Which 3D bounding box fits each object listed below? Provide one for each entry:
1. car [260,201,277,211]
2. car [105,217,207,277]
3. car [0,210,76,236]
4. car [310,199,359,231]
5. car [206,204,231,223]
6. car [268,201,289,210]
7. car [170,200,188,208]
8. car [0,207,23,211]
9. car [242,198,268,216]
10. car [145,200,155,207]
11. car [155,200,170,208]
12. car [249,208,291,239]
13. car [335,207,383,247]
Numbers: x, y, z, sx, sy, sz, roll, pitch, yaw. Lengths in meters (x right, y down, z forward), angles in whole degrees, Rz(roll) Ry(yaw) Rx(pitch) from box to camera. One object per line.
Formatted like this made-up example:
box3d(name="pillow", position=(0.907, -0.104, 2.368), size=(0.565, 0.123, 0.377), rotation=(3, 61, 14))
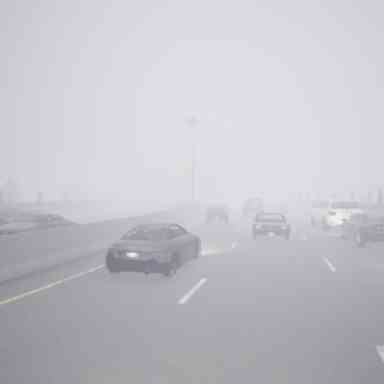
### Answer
box3d(name="car", position=(12.150, 2.133, 53.245), size=(2.033, 1.411, 5.357), rotation=(0, -1, 7))
box3d(name="car", position=(-1.051, 1.666, 10.761), size=(1.994, 1.385, 4.181), rotation=(0, -1, 15))
box3d(name="car", position=(-7.218, 1.692, 15.639), size=(1.994, 1.385, 4.181), rotation=(0, -1, 13))
box3d(name="car", position=(9.568, 1.479, 22.440), size=(2.150, 2.045, 5.566), rotation=(0, -1, 8))
box3d(name="car", position=(2.236, 1.803, 28.662), size=(1.837, 1.490, 4.892), rotation=(0, -1, 7))
box3d(name="car", position=(10.869, 1.983, 41.505), size=(1.812, 1.442, 4.674), rotation=(0, 0, 6))
box3d(name="car", position=(-1.747, 2.070, 56.253), size=(2.128, 1.511, 4.902), rotation=(0, 0, 7))
box3d(name="car", position=(-9.817, 1.768, 19.991), size=(1.895, 1.301, 4.718), rotation=(0, -1, 11))
box3d(name="car", position=(6.786, 1.623, 37.083), size=(2.150, 2.045, 5.566), rotation=(0, 0, 7))
box3d(name="car", position=(-7.780, 2.214, 64.516), size=(1.994, 1.385, 4.181), rotation=(0, -1, 7))
box3d(name="car", position=(-4.795, 2.177, 60.179), size=(1.994, 1.385, 4.181), rotation=(0, -1, 7))
box3d(name="car", position=(4.301, 1.801, 18.576), size=(1.895, 1.301, 4.718), rotation=(0, -1, 10))
box3d(name="car", position=(8.491, 1.693, 15.893), size=(1.837, 1.490, 4.892), rotation=(0, -1, 11))
